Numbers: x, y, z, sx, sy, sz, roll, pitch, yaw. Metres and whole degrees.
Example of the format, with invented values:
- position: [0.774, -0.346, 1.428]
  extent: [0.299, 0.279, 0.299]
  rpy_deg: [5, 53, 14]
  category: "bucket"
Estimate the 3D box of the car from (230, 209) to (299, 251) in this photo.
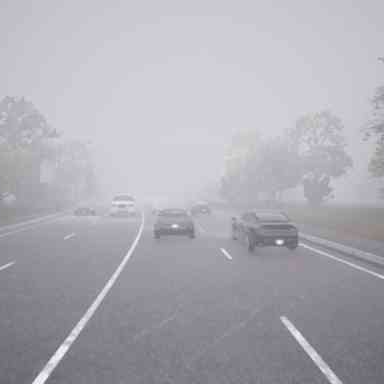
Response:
- position: [2.859, 1.482, 13.945]
  extent: [1.837, 1.490, 4.892]
  rpy_deg: [0, 0, -4]
  category: "car"

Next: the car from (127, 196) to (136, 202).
- position: [-13.160, 1.518, 72.438]
  extent: [1.895, 1.301, 4.718]
  rpy_deg: [0, 0, -10]
  category: "car"

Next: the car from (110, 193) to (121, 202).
- position: [-16.921, 1.195, 73.689]
  extent: [2.097, 1.767, 4.553]
  rpy_deg: [0, 0, -10]
  category: "car"

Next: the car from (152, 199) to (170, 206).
- position: [-3.239, 1.490, 34.885]
  extent: [1.812, 1.442, 4.674]
  rpy_deg: [0, 0, -9]
  category: "car"

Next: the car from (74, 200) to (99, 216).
- position: [-10.084, 1.504, 32.064]
  extent: [1.812, 1.442, 4.674]
  rpy_deg: [0, 0, -9]
  category: "car"

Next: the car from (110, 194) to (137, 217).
- position: [-6.480, 1.195, 31.643]
  extent: [2.150, 2.045, 5.566]
  rpy_deg: [0, 0, -9]
  category: "car"

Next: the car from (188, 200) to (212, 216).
- position: [0.683, 1.487, 32.265]
  extent: [1.812, 1.442, 4.674]
  rpy_deg: [0, 0, -8]
  category: "car"

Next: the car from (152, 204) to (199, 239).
- position: [-0.982, 1.545, 17.460]
  extent: [1.994, 1.385, 4.181]
  rpy_deg: [0, 0, -6]
  category: "car"
